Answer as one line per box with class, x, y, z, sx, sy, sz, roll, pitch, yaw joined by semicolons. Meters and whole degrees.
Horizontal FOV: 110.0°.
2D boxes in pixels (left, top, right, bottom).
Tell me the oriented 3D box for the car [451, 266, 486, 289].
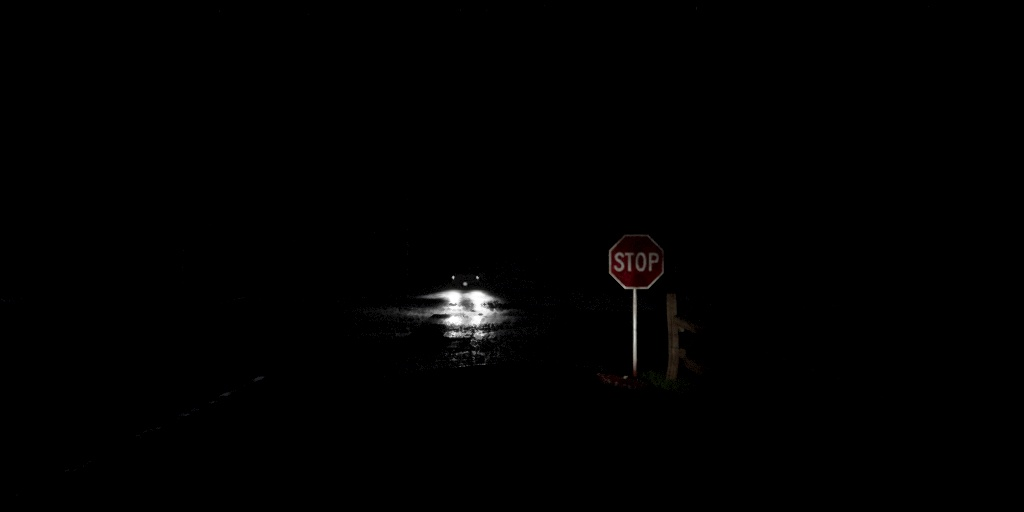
car;-2.752;1.354;23.360;1.895;1.301;4.718;0;0;0
